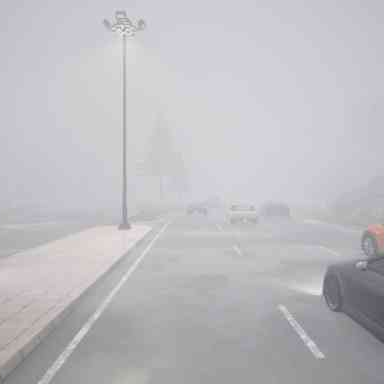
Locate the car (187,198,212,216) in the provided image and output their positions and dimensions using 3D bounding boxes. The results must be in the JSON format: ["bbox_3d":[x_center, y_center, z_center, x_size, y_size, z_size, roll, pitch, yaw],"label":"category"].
[{"bbox_3d":[0.675,1.601,33.113,1.895,1.301,4.718,0,0,6],"label":"car"}]

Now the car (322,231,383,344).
[{"bbox_3d":[3.600,1.563,4.989,1.994,1.385,4.181,0,0,0],"label":"car"}]

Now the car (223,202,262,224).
[{"bbox_3d":[3.655,1.601,24.789,1.895,1.301,4.718,0,0,1],"label":"car"}]

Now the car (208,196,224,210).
[{"bbox_3d":[2.956,1.352,43.178,2.097,1.767,4.553,0,0,15],"label":"car"}]

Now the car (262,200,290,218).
[{"bbox_3d":[7.349,1.478,29.792,1.882,1.535,5.008,0,0,3],"label":"car"}]

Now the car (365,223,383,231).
[{"bbox_3d":[7.100,1.351,10.017,2.097,1.767,4.553,0,0,0],"label":"car"}]
